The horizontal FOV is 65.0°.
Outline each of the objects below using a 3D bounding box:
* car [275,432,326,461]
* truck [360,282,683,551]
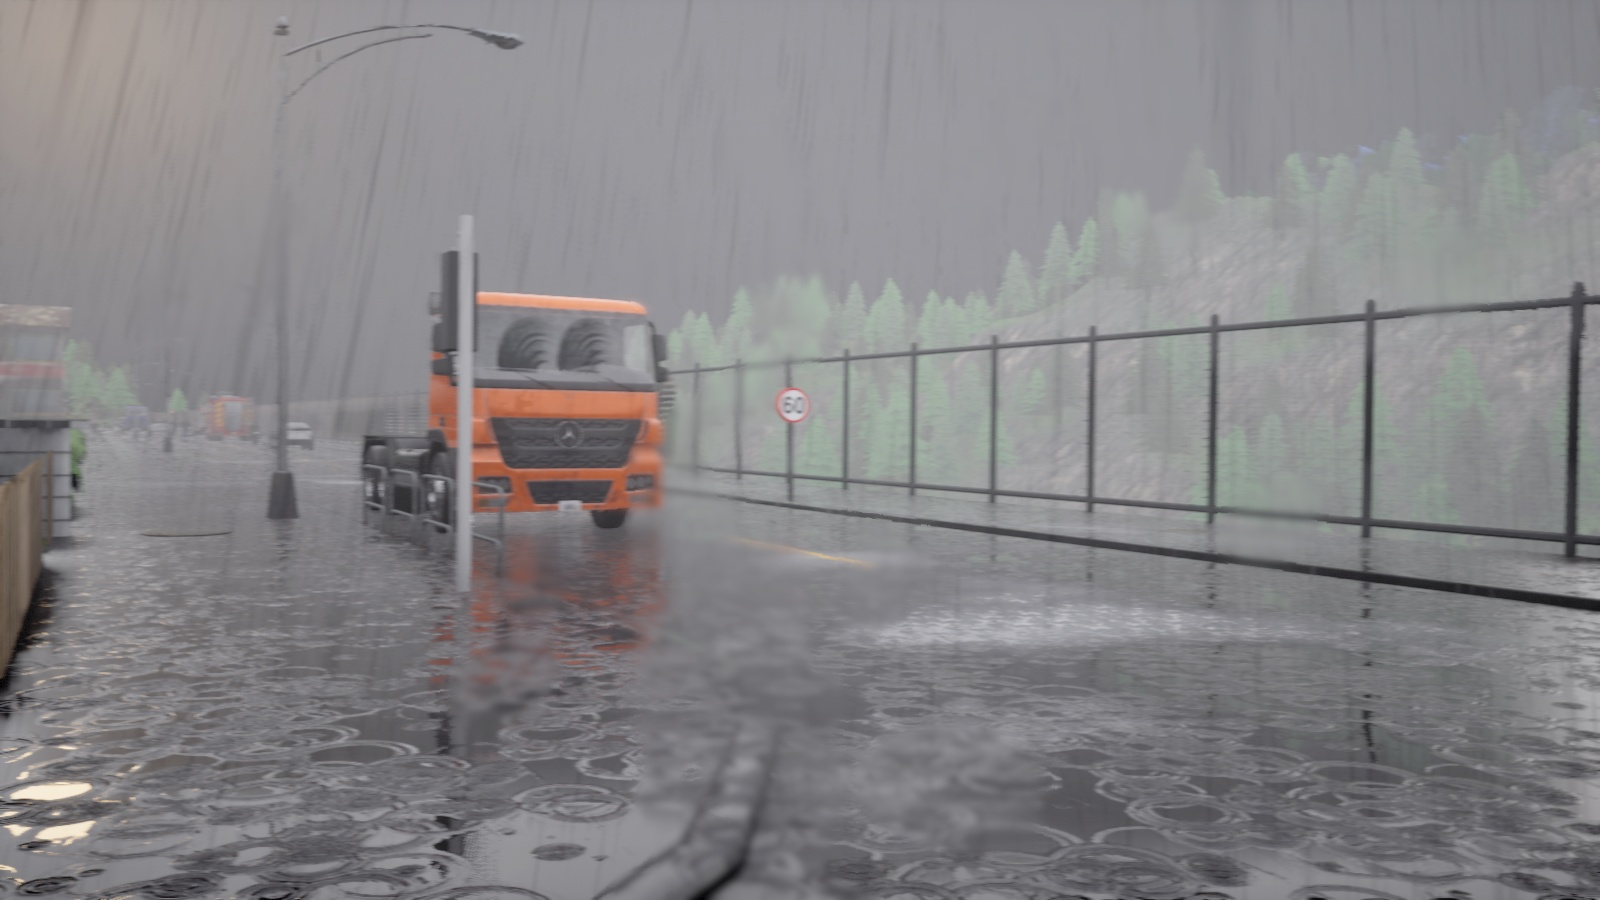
[{"bbox_3d":[-27.492,-0.210,69.004,2.007,1.525,4.514,-1,1,-29],"label":"car"},{"bbox_3d":[-4.859,-0.498,20.311,2.891,3.462,7.936,-1,1,-29],"label":"truck"}]
